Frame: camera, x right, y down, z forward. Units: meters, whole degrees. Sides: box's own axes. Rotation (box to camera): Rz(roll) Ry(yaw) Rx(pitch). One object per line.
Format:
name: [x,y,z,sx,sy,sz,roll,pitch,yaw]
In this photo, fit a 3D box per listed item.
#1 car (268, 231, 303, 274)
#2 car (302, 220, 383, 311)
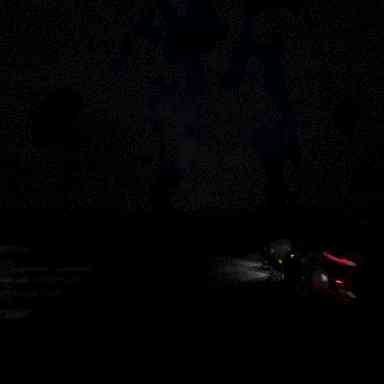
car: [4.322,1.497,9.459,4.181,1.385,1.994,-1,0,1]
car: [5.014,1.433,6.487,4.902,1.511,2.128,-1,0,1]
